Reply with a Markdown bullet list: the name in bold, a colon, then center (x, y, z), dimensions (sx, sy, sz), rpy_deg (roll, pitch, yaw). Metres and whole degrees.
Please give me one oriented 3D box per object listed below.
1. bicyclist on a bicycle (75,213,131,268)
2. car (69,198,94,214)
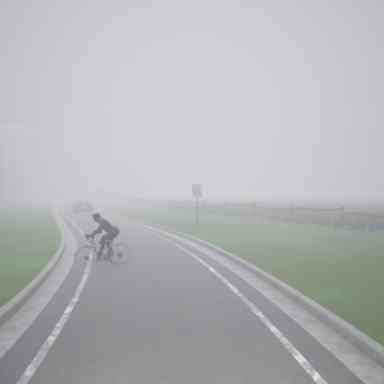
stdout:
- **bicyclist on a bicycle**: center (-2.670, 1.452, 9.980), dimensions (1.656, 1.620, 0.582), rpy_deg (-2, 0, -12)
- **car**: center (-11.852, 1.562, 36.023), dimensions (1.994, 1.385, 4.181), rpy_deg (0, 0, -23)
